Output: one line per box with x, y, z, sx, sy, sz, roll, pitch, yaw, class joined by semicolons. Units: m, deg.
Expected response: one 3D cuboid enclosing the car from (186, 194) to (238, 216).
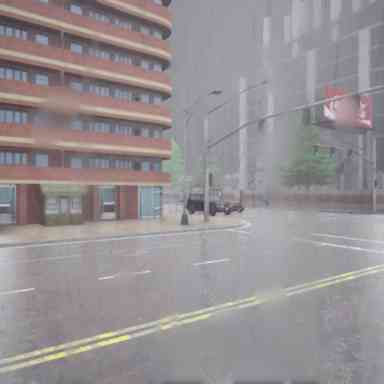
1.639;1.220;32.829;2.150;2.045;5.566;0;0;-35;car

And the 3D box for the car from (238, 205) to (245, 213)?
3.562;1.599;36.187;1.895;1.301;4.718;0;0;-35;car
